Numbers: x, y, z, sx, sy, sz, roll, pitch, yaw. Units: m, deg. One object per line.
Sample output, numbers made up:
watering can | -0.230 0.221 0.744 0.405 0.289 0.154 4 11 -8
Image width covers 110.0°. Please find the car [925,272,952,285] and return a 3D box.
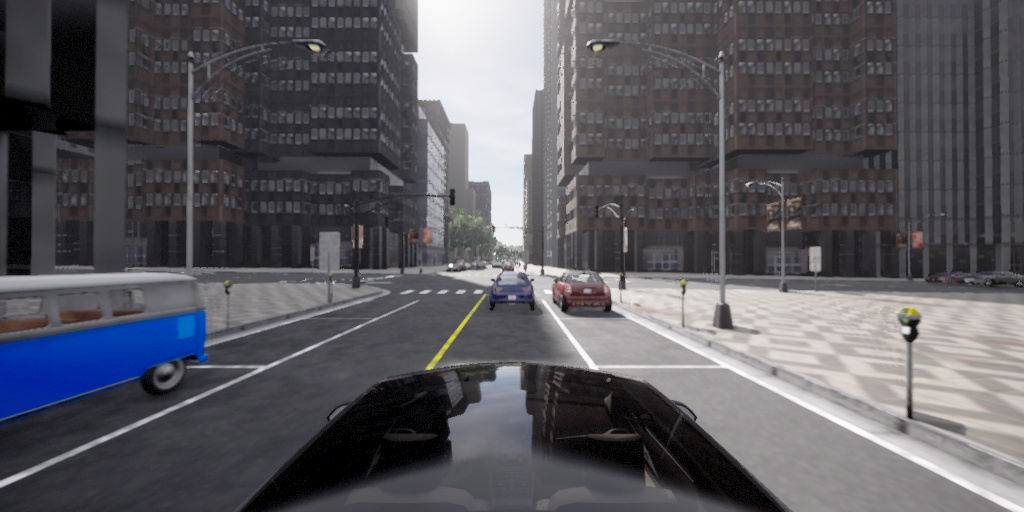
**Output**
car | 47.177 2.376 38.450 4.181 1.385 1.994 1 0 0

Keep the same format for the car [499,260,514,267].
car | -0.608 1.727 56.386 1.967 1.591 4.097 0 0 0

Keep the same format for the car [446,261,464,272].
car | -9.133 1.853 56.334 1.948 1.339 4.313 0 0 0

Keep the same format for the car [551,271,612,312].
car | 2.760 1.318 14.997 1.967 1.591 4.097 0 0 0

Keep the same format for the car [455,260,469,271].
car | -9.167 1.666 61.760 2.192 1.841 5.009 0 0 0

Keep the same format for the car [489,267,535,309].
car | 0.022 1.411 15.751 1.812 1.442 4.674 0 0 0

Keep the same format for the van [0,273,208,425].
van | -5.763 1.114 4.111 1.690 1.789 3.998 0 0 0

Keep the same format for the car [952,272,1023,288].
car | 47.186 2.277 35.200 4.902 1.511 2.128 1 0 0
